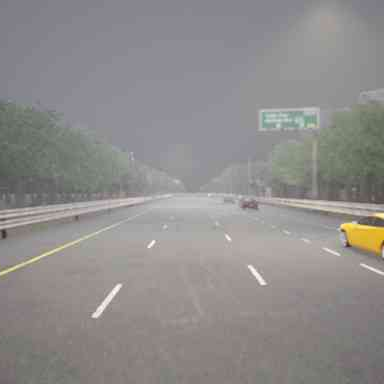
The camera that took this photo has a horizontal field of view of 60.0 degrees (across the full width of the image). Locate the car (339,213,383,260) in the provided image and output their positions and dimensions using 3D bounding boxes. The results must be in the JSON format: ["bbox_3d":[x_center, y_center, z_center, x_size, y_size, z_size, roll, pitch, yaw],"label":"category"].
[{"bbox_3d":[7.005,1.477,11.772,1.882,1.535,5.008,0,0,0],"label":"car"}]

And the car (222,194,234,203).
[{"bbox_3d":[7.119,1.515,65.921,2.033,1.411,5.357,0,0,0],"label":"car"}]

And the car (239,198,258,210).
[{"bbox_3d":[7.069,1.459,41.966,1.882,1.535,5.008,0,0,0],"label":"car"}]
